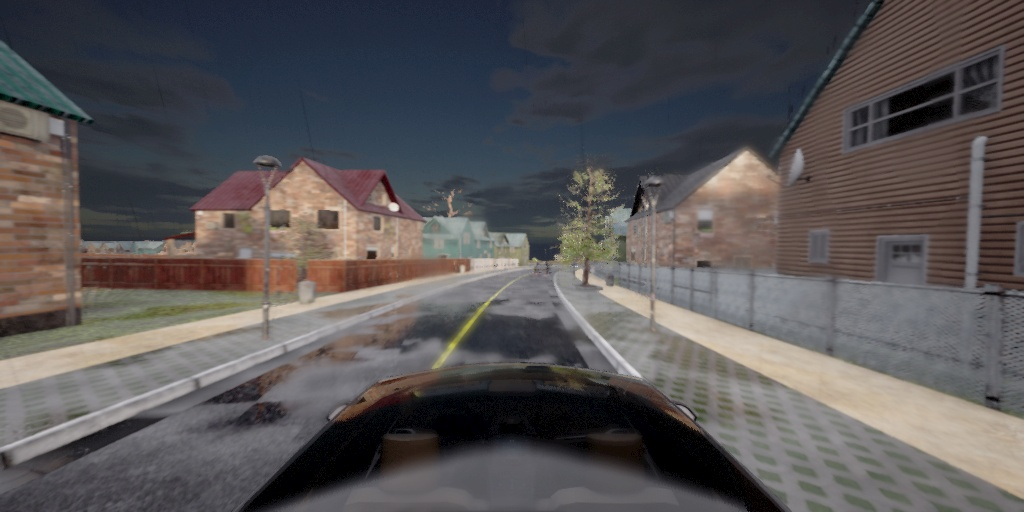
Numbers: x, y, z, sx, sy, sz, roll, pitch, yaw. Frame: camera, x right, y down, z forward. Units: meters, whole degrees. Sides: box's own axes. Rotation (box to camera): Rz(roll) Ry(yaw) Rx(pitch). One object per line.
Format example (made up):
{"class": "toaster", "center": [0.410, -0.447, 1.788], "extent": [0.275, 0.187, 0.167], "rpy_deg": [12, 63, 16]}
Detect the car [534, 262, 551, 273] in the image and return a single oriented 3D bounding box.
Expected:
{"class": "car", "center": [4.077, 1.490, 47.383], "extent": [2.128, 1.511, 4.902], "rpy_deg": [1, -1, 10]}
